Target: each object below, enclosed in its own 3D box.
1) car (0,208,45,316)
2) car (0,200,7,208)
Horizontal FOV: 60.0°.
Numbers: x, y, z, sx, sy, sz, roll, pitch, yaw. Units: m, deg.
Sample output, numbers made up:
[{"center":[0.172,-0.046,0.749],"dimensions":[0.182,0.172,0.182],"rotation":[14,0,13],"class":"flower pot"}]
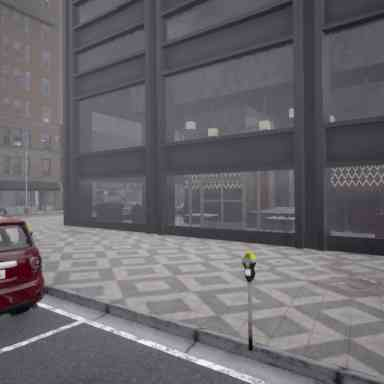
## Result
[{"center":[-4.828,1.317,6.295],"dimensions":[5.009,1.841,2.192],"rotation":[0,-1,35],"class":"car"},{"center":[-19.250,1.503,29.964],"dimensions":[2.097,1.767,4.553],"rotation":[-1,-1,36],"class":"car"}]
